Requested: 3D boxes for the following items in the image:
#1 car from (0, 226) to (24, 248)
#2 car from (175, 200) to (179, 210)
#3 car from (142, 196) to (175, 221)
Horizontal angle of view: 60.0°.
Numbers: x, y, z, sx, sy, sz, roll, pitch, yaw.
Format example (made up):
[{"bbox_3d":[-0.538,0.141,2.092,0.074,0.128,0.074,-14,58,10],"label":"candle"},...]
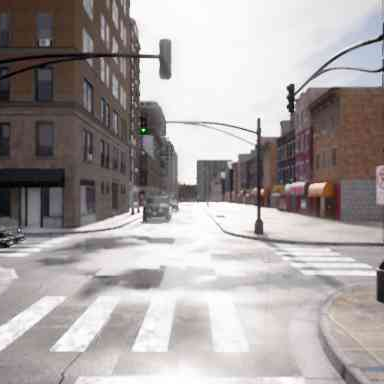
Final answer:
[{"bbox_3d":[-9.157,1.627,12.810,4.718,1.301,1.895,0,0,0],"label":"car"},{"bbox_3d":[-2.922,1.833,48.619,1.882,1.535,5.008,0,-1,0],"label":"car"},{"bbox_3d":[-2.909,1.369,28.667,2.150,2.045,5.566,0,0,0],"label":"car"}]
